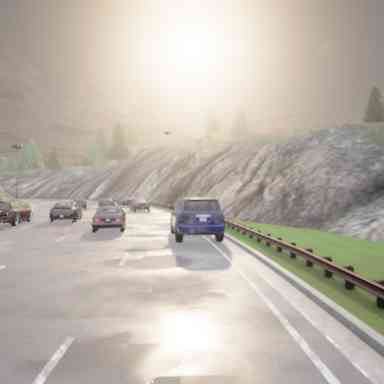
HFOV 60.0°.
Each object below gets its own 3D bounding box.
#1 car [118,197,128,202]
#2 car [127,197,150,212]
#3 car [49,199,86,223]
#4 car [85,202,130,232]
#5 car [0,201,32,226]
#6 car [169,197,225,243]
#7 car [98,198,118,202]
[{"bbox_3d":[-10.125,1.569,50.676,1.837,1.490,4.892,0,0,-24],"label":"car"},{"bbox_3d":[-6.278,1.576,39.883,1.812,1.442,4.674,0,0,-17],"label":"car"},{"bbox_3d":[-9.755,1.524,25.917,2.128,1.511,4.902,0,0,-12],"label":"car"},{"bbox_3d":[-5.038,1.573,20.465,2.033,1.411,5.357,0,0,-11],"label":"car"},{"bbox_3d":[-12.823,1.383,23.269,2.097,1.767,4.553,0,0,-11],"label":"car"},{"bbox_3d":[0.137,1.244,16.541,2.150,2.045,5.566,0,0,-7],"label":"car"},{"bbox_3d":[-11.968,1.549,45.928,2.128,1.511,4.902,0,0,-21],"label":"car"}]
